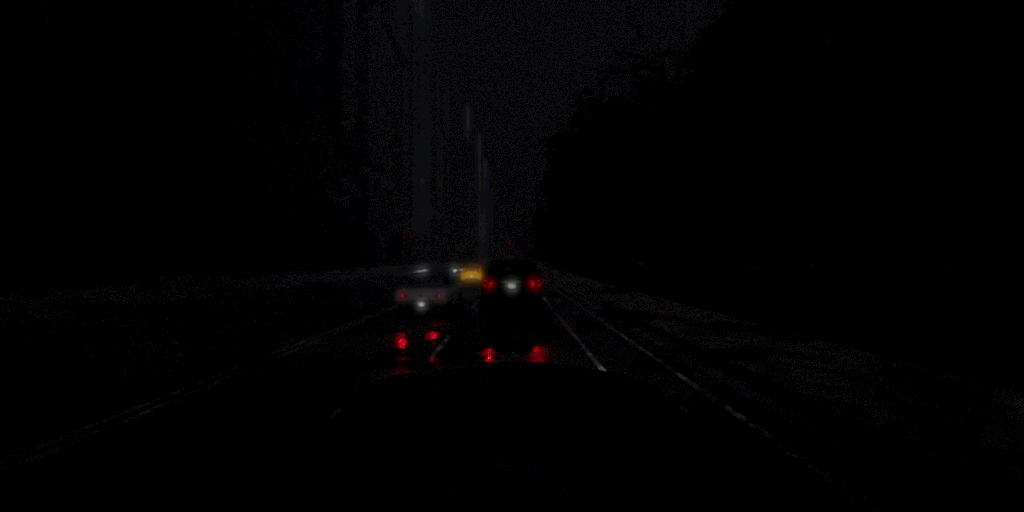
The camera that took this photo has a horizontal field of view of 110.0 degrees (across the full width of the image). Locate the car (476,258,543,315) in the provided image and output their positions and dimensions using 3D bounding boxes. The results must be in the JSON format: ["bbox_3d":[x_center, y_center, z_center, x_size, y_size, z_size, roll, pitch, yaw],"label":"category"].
[{"bbox_3d":[0.008,1.087,14.420,2.150,2.045,5.566,0,0,0],"label":"car"}]

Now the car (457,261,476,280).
[{"bbox_3d":[-3.233,1.447,31.075,1.882,1.535,5.008,0,0,0],"label":"car"}]

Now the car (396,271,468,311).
[{"bbox_3d":[-3.236,1.468,15.086,1.895,1.301,4.718,0,0,0],"label":"car"}]
